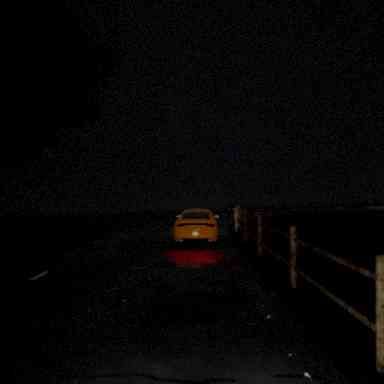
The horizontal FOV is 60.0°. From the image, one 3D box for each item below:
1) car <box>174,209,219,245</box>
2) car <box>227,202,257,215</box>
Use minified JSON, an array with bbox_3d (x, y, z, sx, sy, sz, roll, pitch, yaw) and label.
[{"bbox_3d":[0.261,1.546,15.857,1.882,1.535,5.008,0,-1,3],"label":"car"},{"bbox_3d":[5.594,1.809,36.696,2.033,1.411,5.357,0,-1,29],"label":"car"}]
